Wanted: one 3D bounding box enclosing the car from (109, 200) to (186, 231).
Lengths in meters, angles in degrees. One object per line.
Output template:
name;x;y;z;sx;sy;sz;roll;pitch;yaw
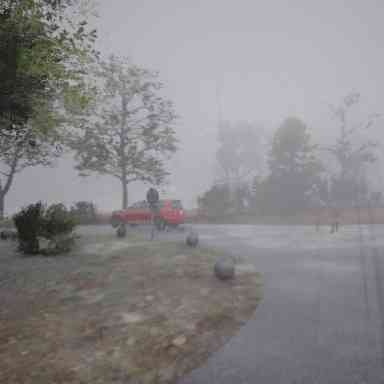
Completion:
car;-3.180;1.605;23.570;5.566;2.045;2.150;-1;-2;24
